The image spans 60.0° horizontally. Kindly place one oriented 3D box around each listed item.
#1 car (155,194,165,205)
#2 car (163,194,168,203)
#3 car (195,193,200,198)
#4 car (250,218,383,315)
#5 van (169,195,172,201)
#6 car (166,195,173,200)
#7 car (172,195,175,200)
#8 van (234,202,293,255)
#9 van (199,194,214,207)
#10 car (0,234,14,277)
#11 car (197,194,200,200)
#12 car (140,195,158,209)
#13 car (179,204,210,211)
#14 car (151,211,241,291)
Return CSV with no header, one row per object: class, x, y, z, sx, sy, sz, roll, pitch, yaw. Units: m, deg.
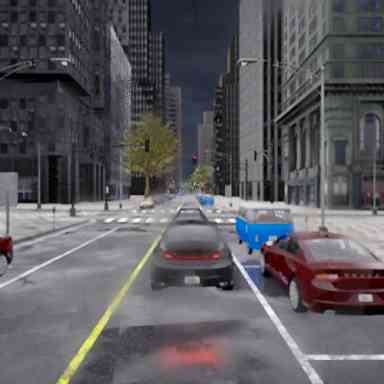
car,-6.113,1.509,56.129,1.887,1.381,4.507,0,0,0
car,-6.146,1.278,61.418,2.192,1.841,5.009,0,0,0
car,2.308,1.515,72.653,2.008,1.369,4.403,0,0,0
car,2.732,1.537,7.492,1.887,1.381,4.507,0,0,0
van,-6.246,1.306,77.285,1.690,1.788,3.998,0,0,0
car,-6.346,1.496,92.982,1.752,1.417,4.829,0,0,0
car,-6.313,1.534,87.862,1.947,1.339,4.313,0,0,0
van,2.699,1.328,13.017,1.690,1.788,3.998,0,0,0
van,2.445,1.306,51.001,1.690,1.788,3.998,0,0,0
car,-5.823,1.536,7.457,1.887,1.381,4.507,0,0,0
car,2.376,1.508,61.827,1.887,1.381,4.507,0,0,0
car,-6.051,1.492,45.379,1.752,1.417,4.829,0,0,0
car,-0.103,1.546,17.941,1.994,1.385,4.181,0,0,0
car,0.006,1.495,8.994,1.837,1.490,4.892,0,0,0
